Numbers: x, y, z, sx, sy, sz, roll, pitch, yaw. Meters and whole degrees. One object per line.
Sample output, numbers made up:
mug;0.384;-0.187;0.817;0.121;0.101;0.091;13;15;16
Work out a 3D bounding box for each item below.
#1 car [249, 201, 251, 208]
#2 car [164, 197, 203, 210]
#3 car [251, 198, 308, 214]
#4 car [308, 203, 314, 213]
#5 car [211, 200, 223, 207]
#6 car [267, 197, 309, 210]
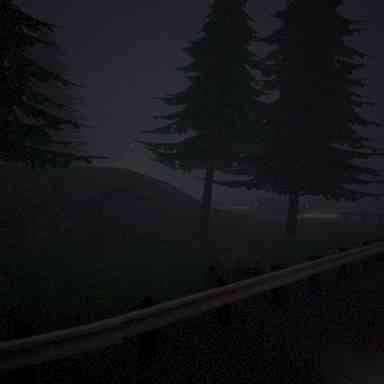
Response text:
car;9.466;1.505;40.958;4.892;1.490;1.837;-1;0;36
car;-1.005;1.494;48.509;5.357;1.411;2.033;0;0;36
car;8.629;1.354;32.940;4.553;1.767;2.097;0;0;36
car;10.686;1.353;35.773;4.553;1.767;2.097;0;0;36
car;2.258;1.554;50.467;4.718;1.301;1.895;0;0;36
car;12.415;1.493;43.150;4.902;1.511;2.128;0;0;36
